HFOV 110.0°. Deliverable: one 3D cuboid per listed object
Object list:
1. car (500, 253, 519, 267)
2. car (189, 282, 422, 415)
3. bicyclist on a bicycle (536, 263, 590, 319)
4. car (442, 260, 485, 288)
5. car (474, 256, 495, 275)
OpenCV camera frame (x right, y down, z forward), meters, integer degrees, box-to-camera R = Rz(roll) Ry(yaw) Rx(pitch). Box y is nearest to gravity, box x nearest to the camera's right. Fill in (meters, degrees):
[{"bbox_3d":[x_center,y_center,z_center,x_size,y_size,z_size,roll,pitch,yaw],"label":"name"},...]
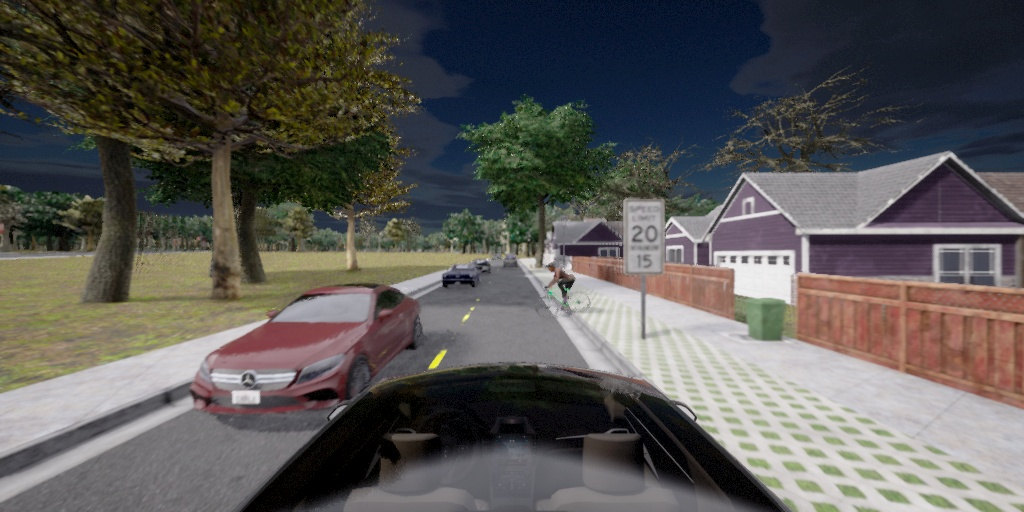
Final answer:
[{"bbox_3d":[-0.171,0.671,48.824,2.128,1.511,4.902,0,1,0],"label":"car"},{"bbox_3d":[-2.858,1.230,6.169,1.812,1.442,4.674,0,1,0],"label":"car"},{"bbox_3d":[1.451,1.009,10.755,1.656,1.620,0.582,-9,1,0],"label":"bicyclist on a bicycle"},{"bbox_3d":[-2.929,1.132,21.521,1.895,1.301,4.718,0,1,0],"label":"car"},{"bbox_3d":[-2.945,0.956,33.072,1.994,1.385,4.181,0,1,0],"label":"car"}]
